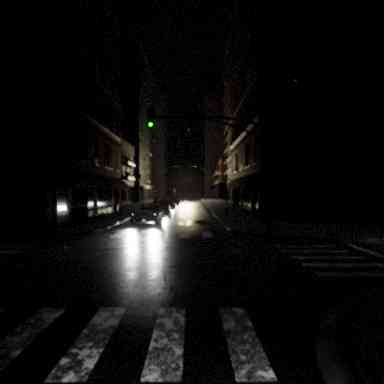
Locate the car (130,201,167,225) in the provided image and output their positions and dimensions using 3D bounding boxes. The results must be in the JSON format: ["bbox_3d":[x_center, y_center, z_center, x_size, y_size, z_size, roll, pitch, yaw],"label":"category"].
[{"bbox_3d":[-3.102,1.524,23.746,1.895,1.301,4.718,0,0,1],"label":"car"}]

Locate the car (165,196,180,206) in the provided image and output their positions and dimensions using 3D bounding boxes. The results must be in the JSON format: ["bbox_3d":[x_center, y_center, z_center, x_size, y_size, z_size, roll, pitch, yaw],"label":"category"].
[{"bbox_3d":[-3.045,1.395,52.595,1.994,1.385,4.181,0,0,1],"label":"car"}]

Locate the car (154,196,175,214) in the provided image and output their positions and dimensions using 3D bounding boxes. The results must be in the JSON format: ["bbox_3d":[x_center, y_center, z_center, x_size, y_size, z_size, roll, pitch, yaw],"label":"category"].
[{"bbox_3d":[-3.087,1.385,33.013,2.128,1.511,4.902,0,0,0],"label":"car"}]

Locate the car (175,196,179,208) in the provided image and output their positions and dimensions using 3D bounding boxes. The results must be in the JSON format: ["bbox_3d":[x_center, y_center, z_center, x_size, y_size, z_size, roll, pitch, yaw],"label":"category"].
[{"bbox_3d":[-3.079,1.389,42.844,1.812,1.442,4.674,0,0,0],"label":"car"}]
